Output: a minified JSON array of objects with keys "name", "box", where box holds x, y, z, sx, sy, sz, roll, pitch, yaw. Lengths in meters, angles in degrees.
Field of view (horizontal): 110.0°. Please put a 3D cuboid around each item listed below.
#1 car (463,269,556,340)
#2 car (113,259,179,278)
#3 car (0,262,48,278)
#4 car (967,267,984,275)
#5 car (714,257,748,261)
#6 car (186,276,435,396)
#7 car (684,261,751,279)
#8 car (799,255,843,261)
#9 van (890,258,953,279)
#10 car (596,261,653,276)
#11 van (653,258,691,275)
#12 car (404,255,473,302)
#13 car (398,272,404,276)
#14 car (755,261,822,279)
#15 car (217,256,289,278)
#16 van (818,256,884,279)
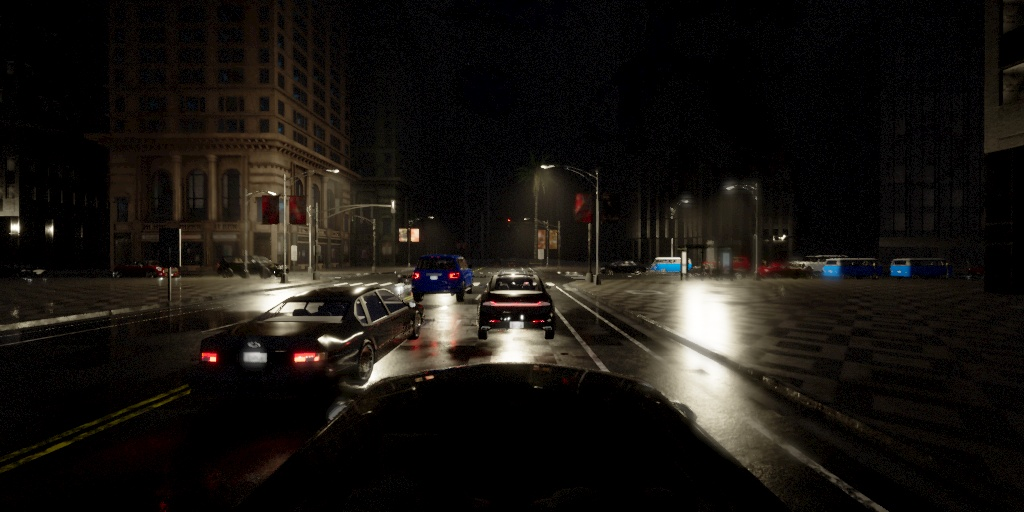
[{"name":"car","box":[0.092,1.240,9.994,2.128,1.511,4.902,0,0,0]},{"name":"car","box":[-33.173,1.137,32.586,4.553,1.767,2.097,0,0,0]},{"name":"car","box":[-45.469,1.292,32.654,4.902,1.511,2.128,0,0,1]},{"name":"car","box":[48.538,1.389,35.633,4.718,1.301,1.895,0,0,0]},{"name":"car","box":[22.731,1.035,38.379,5.009,1.841,2.192,0,0,0]},{"name":"car","box":[-3.150,1.297,6.925,2.033,1.411,5.357,0,0,0]},{"name":"car","box":[17.061,1.299,29.850,4.403,1.370,2.007,0,0,0]},{"name":"car","box":[30.411,0.944,35.717,5.566,2.045,2.150,0,0,0]},{"name":"van","box":[34.093,1.080,29.862,3.998,1.789,1.690,0,0,0]},{"name":"car","box":[10.875,1.227,35.617,4.902,1.511,2.128,0,0,-2]},{"name":"van","box":[17.054,1.065,38.375,3.998,1.789,1.690,0,0,0]},{"name":"car","box":[-3.156,0.972,17.166,2.150,2.045,5.566,0,0,0]},{"name":"car","box":[-6.374,1.297,26.837,2.033,1.411,5.357,0,0,17]},{"name":"car","box":[22.739,1.326,29.854,4.207,1.307,1.802,0,0,0]},{"name":"car","box":[-23.454,0.996,32.536,5.566,2.045,2.150,0,0,0]},{"name":"van","box":[28.416,1.082,29.858,3.998,1.789,1.690,0,0,0]}]
